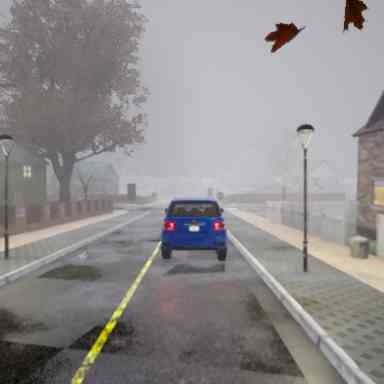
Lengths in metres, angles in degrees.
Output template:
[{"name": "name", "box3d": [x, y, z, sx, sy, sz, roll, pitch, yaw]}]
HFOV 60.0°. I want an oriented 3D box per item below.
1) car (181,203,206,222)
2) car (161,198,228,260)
[{"name": "car", "box3d": [0.095, 1.663, 27.705, 1.895, 1.301, 4.718, 0, 0, 0]}, {"name": "car", "box3d": [0.092, 1.237, 12.686, 2.150, 2.045, 5.566, 0, -1, 1]}]
